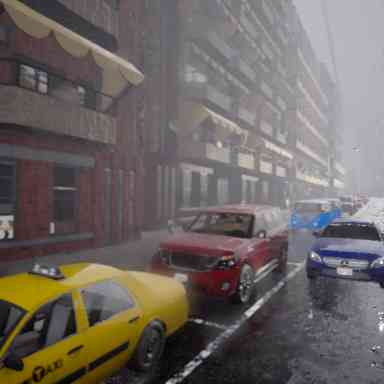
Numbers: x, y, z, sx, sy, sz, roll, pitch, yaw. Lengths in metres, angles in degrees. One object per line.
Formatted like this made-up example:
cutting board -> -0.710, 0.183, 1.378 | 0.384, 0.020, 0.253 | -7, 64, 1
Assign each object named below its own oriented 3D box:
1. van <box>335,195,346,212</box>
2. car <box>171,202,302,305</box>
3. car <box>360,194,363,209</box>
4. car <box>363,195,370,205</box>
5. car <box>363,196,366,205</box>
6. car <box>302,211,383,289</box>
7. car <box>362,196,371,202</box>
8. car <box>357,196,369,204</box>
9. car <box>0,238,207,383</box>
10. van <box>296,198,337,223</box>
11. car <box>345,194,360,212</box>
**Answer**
van -> 9.286, 1.324, 22.877 | 1.690, 1.788, 3.998 | 2, 1, 30
car -> 1.056, 1.297, 8.472 | 2.192, 1.841, 5.009 | 2, 1, 30
car -> 17.519, 1.315, 37.281 | 2.192, 1.841, 5.009 | 2, 1, 30
car -> 31.239, 1.374, 61.290 | 2.192, 1.841, 5.009 | 2, 1, 30
car -> 23.001, 1.583, 46.889 | 1.947, 1.339, 4.313 | 2, 1, 30
car -> 4.553, 1.516, 9.472 | 1.812, 1.442, 4.674 | 0, 0, 29
car -> 42.209, 1.723, 80.503 | 1.802, 1.307, 4.206 | 2, 1, 30
car -> 33.977, 1.621, 66.095 | 1.887, 1.381, 4.507 | 2, 1, 30
car -> -1.779, 1.510, 3.525 | 1.752, 1.417, 4.829 | 2, 1, 30
van -> 6.542, 1.321, 18.074 | 1.690, 1.788, 3.998 | 2, 1, 30
car -> 14.775, 1.308, 32.480 | 2.192, 1.841, 5.009 | 2, 1, 30
